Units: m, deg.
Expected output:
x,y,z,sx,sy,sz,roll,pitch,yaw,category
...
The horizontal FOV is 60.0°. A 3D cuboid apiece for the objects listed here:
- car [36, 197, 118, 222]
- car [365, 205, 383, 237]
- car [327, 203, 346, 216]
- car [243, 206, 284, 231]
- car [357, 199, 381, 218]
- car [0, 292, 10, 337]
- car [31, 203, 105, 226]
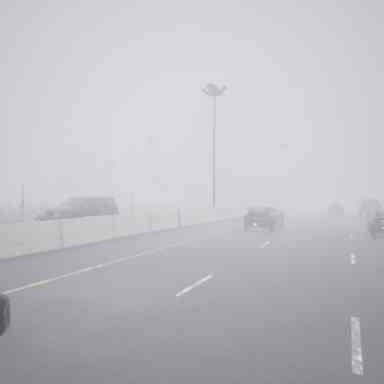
x,y,z,sx,sy,sz,roll,pitch,yaw,category
-7.118,1.300,21.751,2.150,2.045,5.566,0,-1,25,car
11.144,1.708,18.943,1.837,1.490,4.892,0,-1,25,car
17.832,2.129,41.176,1.837,1.490,4.892,0,-1,25,car
4.795,1.687,21.889,1.837,1.490,4.892,0,-1,25,car
19.558,1.792,36.654,2.150,2.045,5.566,0,-1,25,car
-4.403,1.207,2.529,2.150,2.045,5.566,0,0,25,car
-9.266,1.646,25.387,2.033,1.411,5.357,0,-1,25,car
